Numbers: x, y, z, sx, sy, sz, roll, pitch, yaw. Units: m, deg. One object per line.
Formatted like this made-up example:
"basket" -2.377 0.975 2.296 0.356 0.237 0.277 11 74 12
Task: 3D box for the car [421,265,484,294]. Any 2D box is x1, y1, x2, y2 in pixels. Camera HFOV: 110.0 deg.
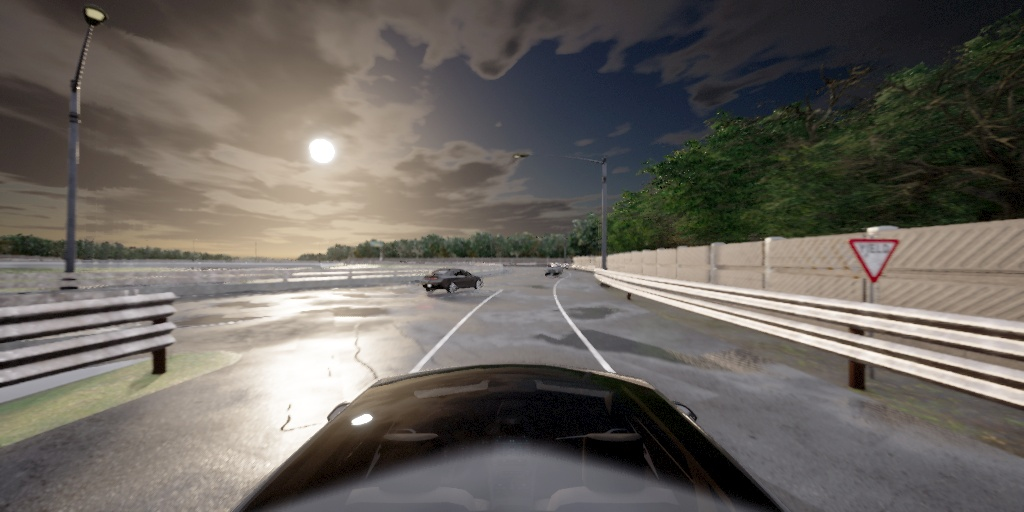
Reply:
"car" -3.695 1.518 22.970 1.837 1.490 4.892 1 -1 27

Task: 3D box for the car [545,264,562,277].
"car" 5.667 2.054 48.206 1.895 1.301 4.718 0 -1 13
